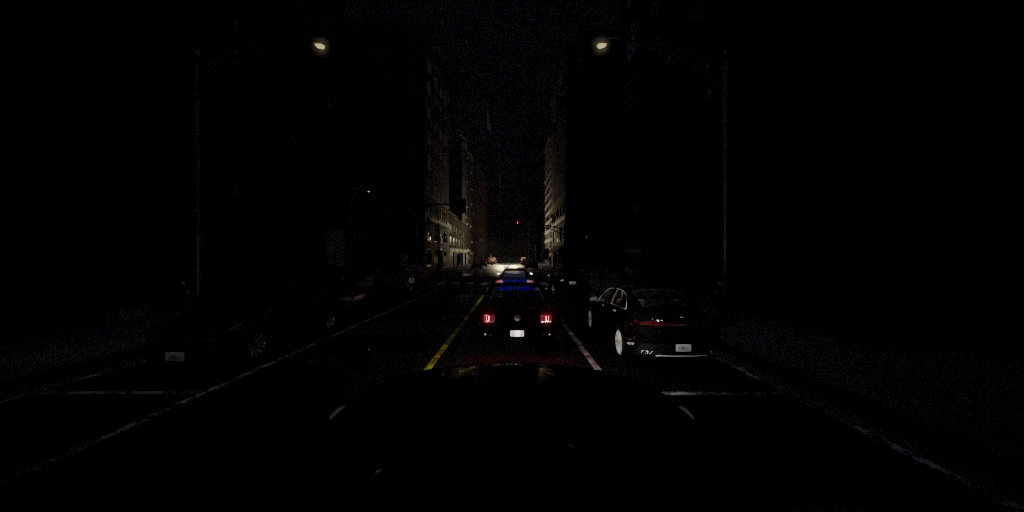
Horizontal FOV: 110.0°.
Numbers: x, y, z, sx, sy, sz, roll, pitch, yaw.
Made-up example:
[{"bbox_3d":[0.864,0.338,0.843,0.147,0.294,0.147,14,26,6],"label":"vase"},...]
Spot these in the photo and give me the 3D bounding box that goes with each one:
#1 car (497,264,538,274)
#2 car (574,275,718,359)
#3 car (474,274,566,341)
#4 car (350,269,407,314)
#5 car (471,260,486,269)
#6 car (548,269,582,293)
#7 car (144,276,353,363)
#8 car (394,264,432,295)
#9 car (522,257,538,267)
[{"bbox_3d":[0.145,1.315,18.556,1.994,1.385,4.181,0,0,1],"label":"car"},{"bbox_3d":[2.875,1.300,8.172,2.007,1.370,4.403,0,0,0],"label":"car"},{"bbox_3d":[0.118,1.351,9.797,1.895,1.301,4.718,0,0,0],"label":"car"},{"bbox_3d":[-5.635,1.332,13.698,1.802,1.307,4.207,0,0,0],"label":"car"},{"bbox_3d":[-5.477,1.367,56.301,1.802,1.307,4.207,0,0,0],"label":"car"},{"bbox_3d":[2.907,1.316,19.175,1.948,1.339,4.313,0,0,0],"label":"car"},{"bbox_3d":[-5.650,1.315,8.197,1.948,1.339,4.313,0,0,0],"label":"car"},{"bbox_3d":[-5.619,1.190,19.200,1.967,1.591,4.097,0,0,0],"label":"car"},{"bbox_3d":[3.048,1.226,56.264,1.967,1.591,4.097,0,0,0],"label":"car"}]
